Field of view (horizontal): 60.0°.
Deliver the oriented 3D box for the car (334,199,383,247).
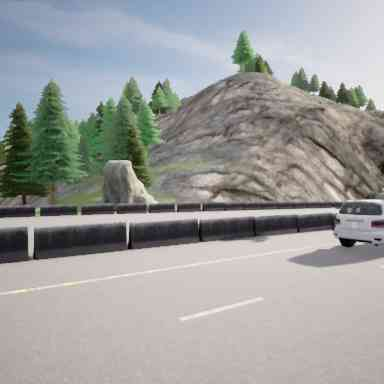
[{"bbox_3d":[8.312,1.338,14.098,5.566,2.045,2.150,1,0,-35],"label":"car"}]
